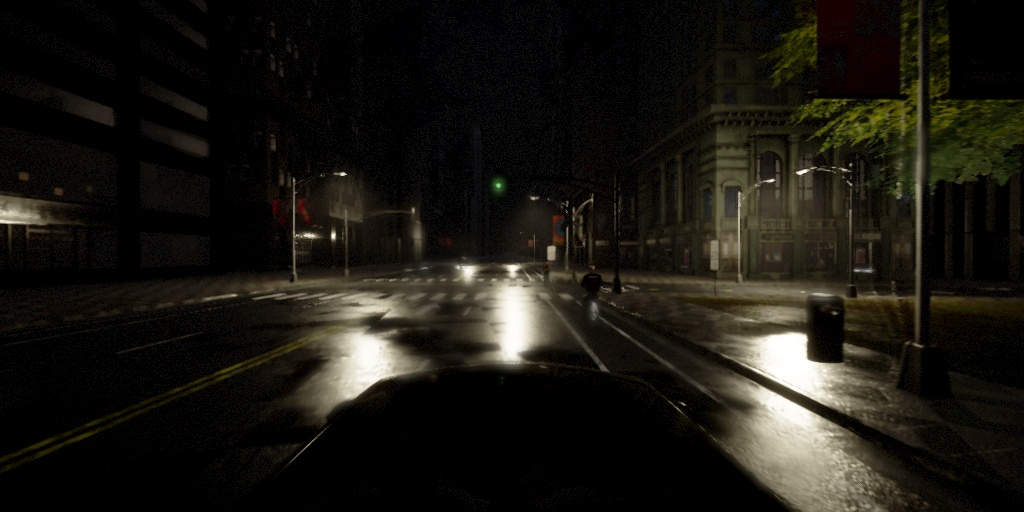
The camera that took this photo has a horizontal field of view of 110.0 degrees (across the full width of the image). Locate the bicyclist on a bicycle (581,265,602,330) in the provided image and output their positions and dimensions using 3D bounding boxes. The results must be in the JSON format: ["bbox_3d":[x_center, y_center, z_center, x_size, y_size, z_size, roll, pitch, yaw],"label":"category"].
[{"bbox_3d":[2.250,1.126,10.308,0.659,1.776,1.843,0,0,0],"label":"bicyclist on a bicycle"}]

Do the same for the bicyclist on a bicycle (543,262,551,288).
[{"bbox_3d":[2.276,1.235,23.450,0.582,1.620,1.656,1,0,0],"label":"bicyclist on a bicycle"}]
